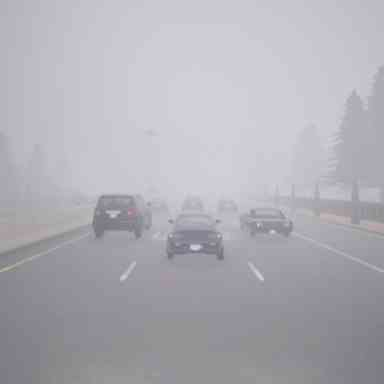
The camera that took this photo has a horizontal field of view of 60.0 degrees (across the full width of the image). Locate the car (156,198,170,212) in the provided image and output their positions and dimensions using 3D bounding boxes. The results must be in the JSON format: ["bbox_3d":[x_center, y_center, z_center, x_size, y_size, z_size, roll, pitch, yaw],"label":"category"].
[{"bbox_3d":[-3.393,1.306,34.526,1.994,1.385,4.181,0,0,0],"label":"car"}]

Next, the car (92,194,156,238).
[{"bbox_3d":[-3.396,1.094,17.028,2.150,2.045,5.566,0,0,0],"label":"car"}]

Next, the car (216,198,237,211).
[{"bbox_3d":[3.607,1.305,34.565,1.994,1.385,4.181,0,0,0],"label":"car"}]

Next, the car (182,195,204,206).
[{"bbox_3d":[0.106,1.098,33.881,2.097,1.767,4.553,0,0,0],"label":"car"}]

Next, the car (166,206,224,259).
[{"bbox_3d":[0.091,1.435,12.066,1.812,1.442,4.674,0,0,0],"label":"car"}]

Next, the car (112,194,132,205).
[{"bbox_3d":[-10.556,1.100,50.600,1.882,1.535,5.008,0,0,0],"label":"car"}]

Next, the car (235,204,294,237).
[{"bbox_3d":[3.604,1.472,17.064,1.895,1.301,4.718,0,0,0],"label":"car"}]

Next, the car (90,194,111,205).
[{"bbox_3d":[-14.050,1.094,51.450,1.882,1.535,5.008,0,0,0],"label":"car"}]
